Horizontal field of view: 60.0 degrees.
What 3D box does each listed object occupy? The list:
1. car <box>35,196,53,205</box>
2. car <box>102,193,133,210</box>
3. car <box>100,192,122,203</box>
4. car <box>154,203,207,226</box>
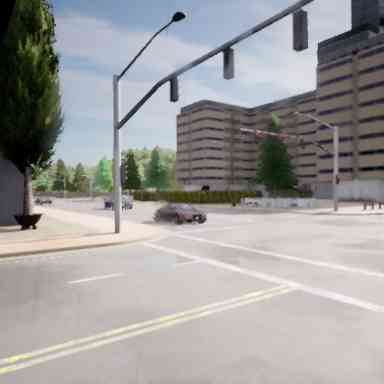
[{"bbox_3d":[-24.831,1.427,55.682,2.033,1.411,5.357,-1,0,-36],"label":"car"},{"bbox_3d":[-8.685,1.194,39.088,2.097,1.767,4.553,-1,0,-36],"label":"car"},{"bbox_3d":[-15.807,1.026,65.072,2.097,1.767,4.553,-8,5,-42],"label":"car"},{"bbox_3d":[-0.838,1.439,22.426,1.994,1.385,4.181,-1,0,-36],"label":"car"}]
